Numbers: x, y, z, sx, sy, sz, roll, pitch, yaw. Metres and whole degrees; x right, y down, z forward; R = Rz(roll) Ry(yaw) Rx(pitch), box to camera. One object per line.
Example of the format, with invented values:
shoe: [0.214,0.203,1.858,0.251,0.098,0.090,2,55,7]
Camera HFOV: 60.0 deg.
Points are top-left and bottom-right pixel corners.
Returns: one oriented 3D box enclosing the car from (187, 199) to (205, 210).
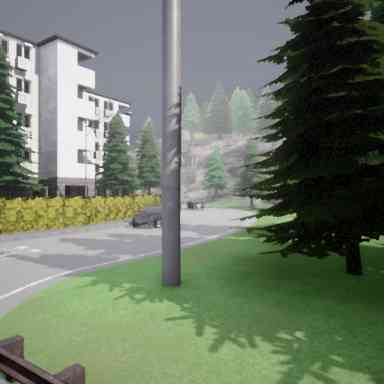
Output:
car: [0.547,1.666,45.604,2.128,1.511,4.902,0,0,-9]

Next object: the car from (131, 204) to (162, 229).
car: [-2.466,1.680,23.521,1.837,1.490,4.892,0,0,21]
